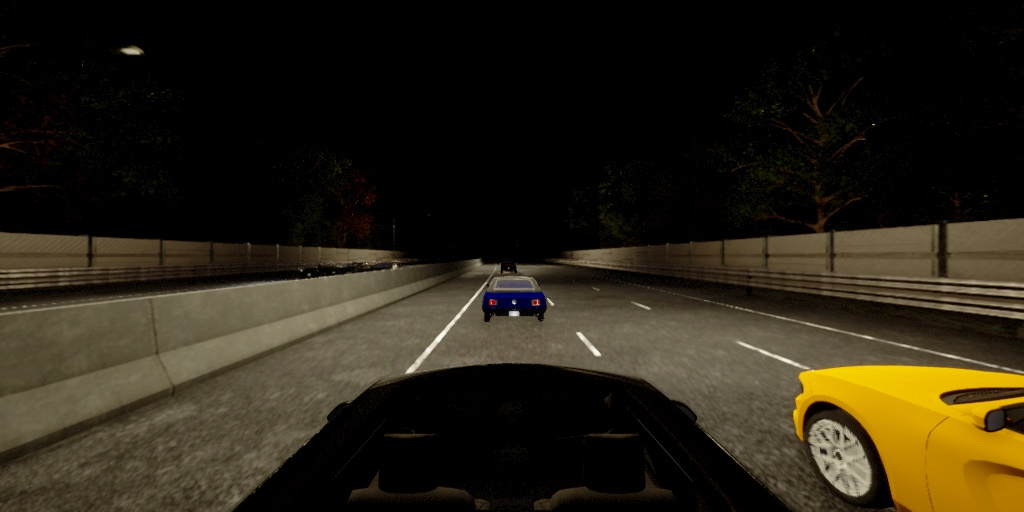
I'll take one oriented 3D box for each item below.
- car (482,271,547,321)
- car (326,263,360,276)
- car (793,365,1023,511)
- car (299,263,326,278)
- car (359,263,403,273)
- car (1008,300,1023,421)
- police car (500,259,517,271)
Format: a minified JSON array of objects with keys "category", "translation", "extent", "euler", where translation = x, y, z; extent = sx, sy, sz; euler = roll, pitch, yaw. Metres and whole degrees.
[{"category":"car","translation":[0.055,1.355,12.422],"extent":[1.895,1.301,4.718],"euler":[0,0,0]},{"category":"car","translation":[-14.392,1.307,32.742],"extent":[2.033,1.411,5.357],"euler":[0,0,-1]},{"category":"car","translation":[3.592,1.227,1.327],"extent":[1.882,1.535,5.008],"euler":[0,0,0]},{"category":"car","translation":[-17.913,1.361,33.834],"extent":[1.895,1.301,4.718],"euler":[0,0,-1]},{"category":"car","translation":[-10.862,1.307,30.963],"extent":[2.033,1.411,5.357],"euler":[0,0,-1]},{"category":"car","translation":[7.092,1.274,2.137],"extent":[1.812,1.442,4.674],"euler":[0,0,0]},{"category":"police car","translation":[-0.438,1.191,44.152],"extent":[1.930,1.638,5.238],"euler":[0,0,-1]}]
